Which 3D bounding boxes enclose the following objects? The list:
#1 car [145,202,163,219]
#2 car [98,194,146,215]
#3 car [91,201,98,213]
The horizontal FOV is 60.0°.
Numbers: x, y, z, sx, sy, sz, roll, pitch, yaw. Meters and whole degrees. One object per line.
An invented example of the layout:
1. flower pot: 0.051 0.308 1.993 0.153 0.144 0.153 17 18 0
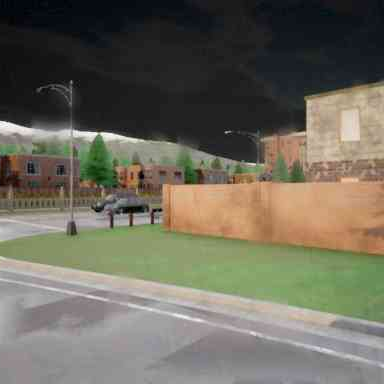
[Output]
1. car: -1.314 1.597 28.219 1.895 1.301 4.718 0 0 41
2. car: -6.468 1.346 32.954 2.097 1.767 4.553 0 0 42
3. car: -8.173 1.215 36.307 2.150 2.045 5.566 0 0 42
